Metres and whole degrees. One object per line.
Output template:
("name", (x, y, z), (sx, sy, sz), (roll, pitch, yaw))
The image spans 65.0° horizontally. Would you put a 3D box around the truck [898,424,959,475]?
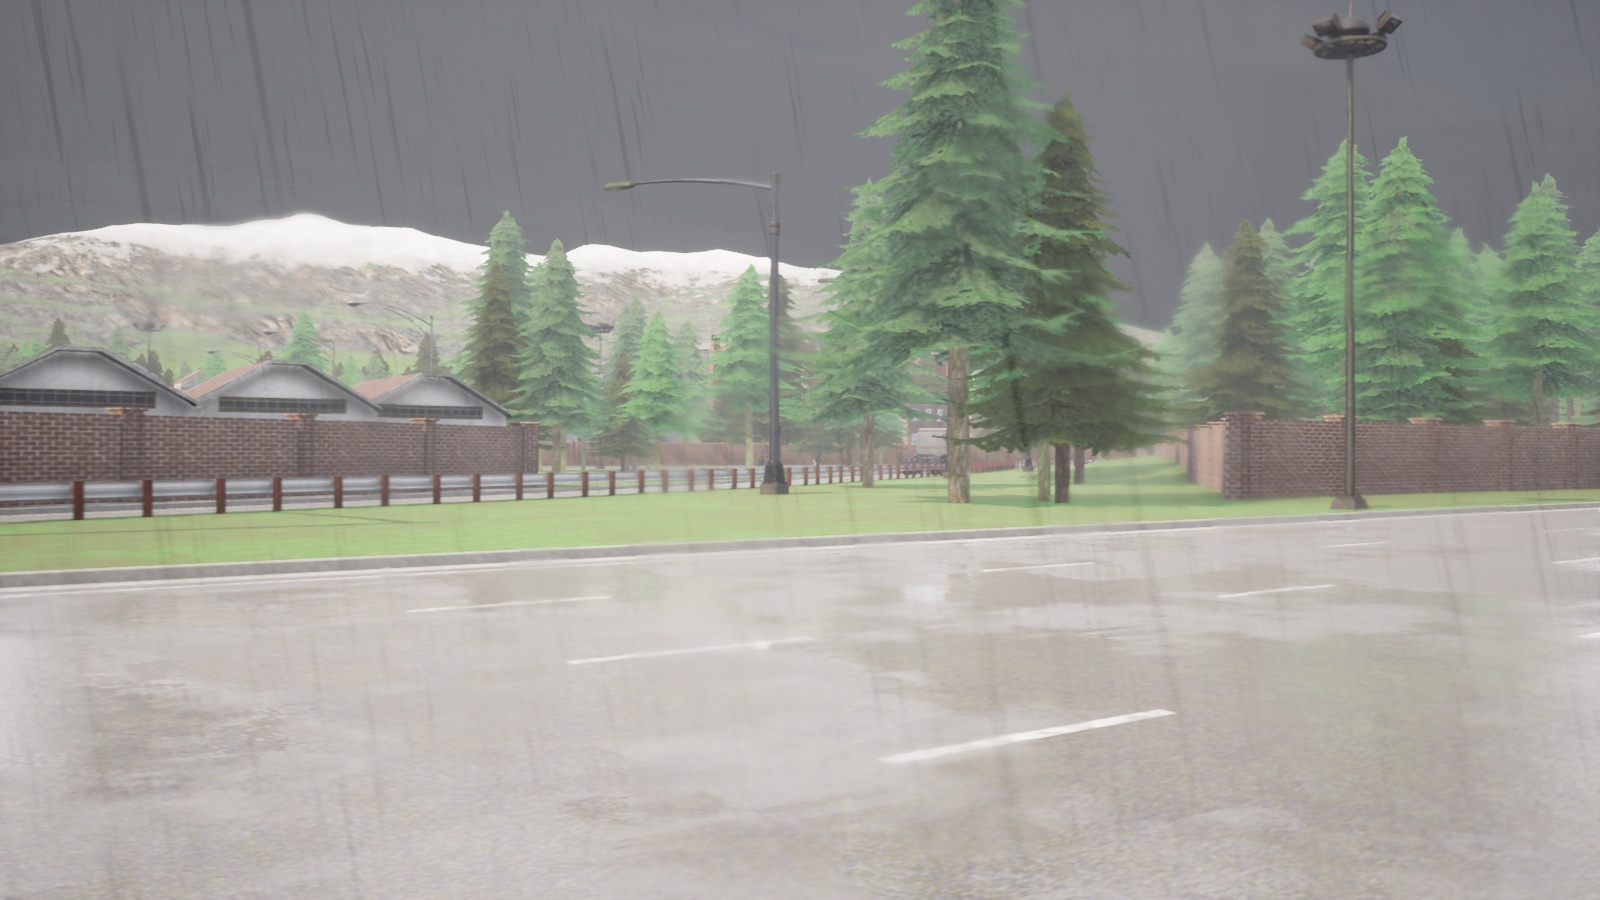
("truck", (9.369, -0.031, 90.688), (2.891, 3.462, 7.936), (0, 0, 17))
